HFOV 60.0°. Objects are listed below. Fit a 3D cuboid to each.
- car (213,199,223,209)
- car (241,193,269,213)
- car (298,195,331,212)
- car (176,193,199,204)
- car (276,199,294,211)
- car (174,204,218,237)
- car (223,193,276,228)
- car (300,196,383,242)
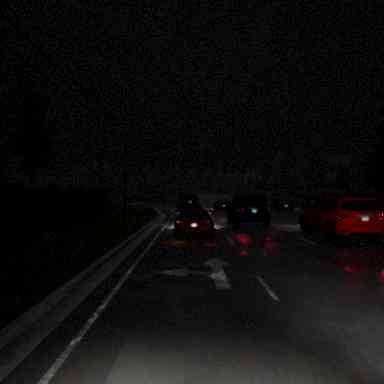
[{"bbox_3d":[3.598,1.502,39.578,1.994,1.385,4.181,0,0,0],"label":"car"},{"bbox_3d":[7.098,1.163,37.971,2.150,2.045,5.566,0,0,0],"label":"car"},{"bbox_3d":[14.098,1.294,38.548,2.097,1.767,4.553,0,0,0],"label":"car"},{"bbox_3d":[-0.545,1.161,37.960,2.150,2.045,5.566,0,0,-8],"label":"car"},{"bbox_3d":[10.598,1.505,39.421,1.994,1.385,4.181,0,0,0],"label":"car"},{"bbox_3d":[0.099,1.537,17.691,1.994,1.385,4.181,0,0,0],"label":"car"},{"bbox_3d":[3.587,1.188,21.932,2.150,2.045,5.566,0,0,0],"label":"car"},{"bbox_3d":[7.099,1.197,16.303,2.150,2.045,5.566,0,0,0],"label":"car"}]
